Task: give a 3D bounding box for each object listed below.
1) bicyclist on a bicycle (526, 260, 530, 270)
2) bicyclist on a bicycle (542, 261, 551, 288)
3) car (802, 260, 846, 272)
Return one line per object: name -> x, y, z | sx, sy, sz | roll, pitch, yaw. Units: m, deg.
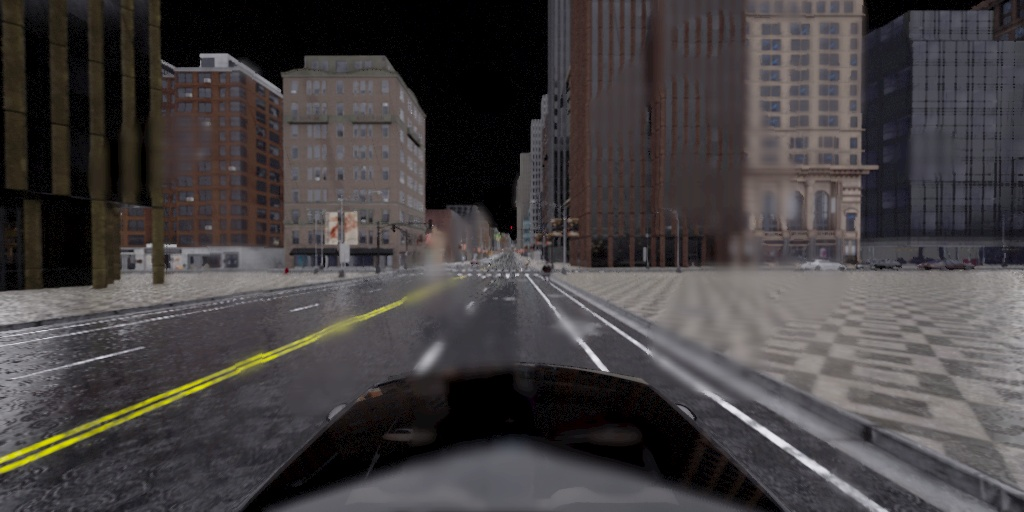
bicyclist on a bicycle -> 2.508, 1.409, 57.878 | 0.866, 1.612, 1.509 | 5, 2, 14
bicyclist on a bicycle -> 2.285, 1.199, 23.546 | 0.659, 1.776, 1.843 | 0, 1, 2
car -> 38.756, 1.262, 44.625 | 4.674, 1.442, 1.812 | 0, 1, 0
